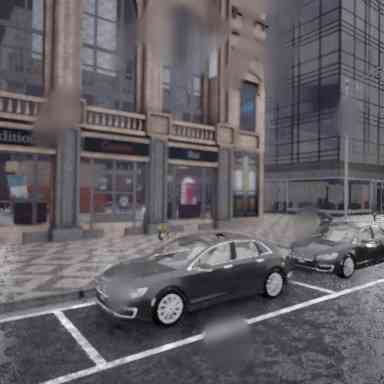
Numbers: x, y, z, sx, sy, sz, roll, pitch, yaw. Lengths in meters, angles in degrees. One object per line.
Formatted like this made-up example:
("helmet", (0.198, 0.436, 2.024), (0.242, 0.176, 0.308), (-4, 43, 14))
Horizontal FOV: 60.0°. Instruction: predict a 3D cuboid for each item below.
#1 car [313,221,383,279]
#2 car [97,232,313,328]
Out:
("car", (4.709, 1.598, 10.110), (4.403, 1.369, 2.008), (0, 0, -35))
("car", (0.263, 1.570, 6.941), (4.403, 1.369, 2.008), (0, 1, -35))
